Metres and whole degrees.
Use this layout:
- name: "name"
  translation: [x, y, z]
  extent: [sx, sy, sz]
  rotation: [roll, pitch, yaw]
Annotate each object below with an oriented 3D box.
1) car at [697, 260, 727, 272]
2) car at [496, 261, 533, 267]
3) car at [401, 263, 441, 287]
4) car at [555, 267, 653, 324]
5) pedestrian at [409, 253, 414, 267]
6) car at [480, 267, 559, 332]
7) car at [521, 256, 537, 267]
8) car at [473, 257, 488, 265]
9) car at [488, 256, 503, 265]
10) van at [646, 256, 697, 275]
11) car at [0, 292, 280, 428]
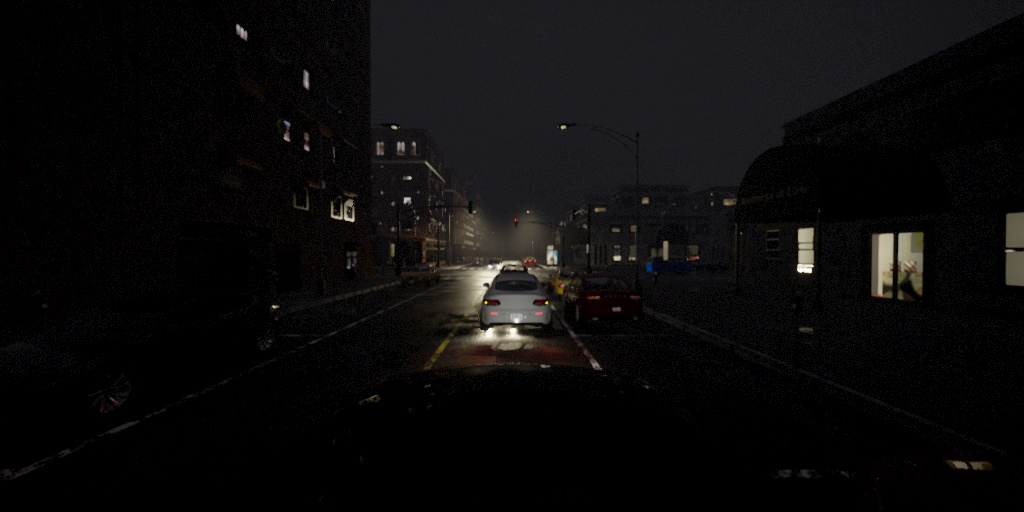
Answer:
- name: "car"
  translation: [22.276, 1.117, 39.447]
  extent: [4.718, 1.301, 1.895]
  rotation: [0, 1, 0]
- name: "car"
  translation: [0.131, 1.195, 22.593]
  extent: [1.895, 1.301, 4.718]
  rotation: [0, 0, 1]
- name: "car"
  translation: [-5.670, 1.117, 22.702]
  extent: [1.751, 1.417, 4.829]
  rotation: [0, 0, 0]
- name: "car"
  translation: [2.699, 1.220, 11.466]
  extent: [1.888, 1.381, 4.507]
  rotation: [0, 0, 0]
- name: "pedestrian"
  translation: [-12.587, 0.505, 44.751]
  extent: [0.375, 1.860, 0.375]
  rotation: [0, 1, 0]
- name: "car"
  translation: [0.106, 1.208, 10.523]
  extent: [1.812, 1.442, 4.674]
  rotation: [0, 0, 0]
- name: "car"
  translation: [2.745, 0.806, 55.330]
  extent: [1.967, 1.591, 4.097]
  rotation: [0, 0, 0]
- name: "car"
  translation: [-5.630, 0.881, 61.023]
  extent: [2.007, 1.370, 4.403]
  rotation: [0, 0, 0]
- name: "car"
  translation: [-3.005, 0.928, 61.482]
  extent: [1.895, 1.301, 4.718]
  rotation: [0, 0, 1]
- name: "van"
  translation: [14.688, 0.921, 33.617]
  extent: [3.998, 1.789, 1.690]
  rotation: [0, 0, 0]
- name: "car"
  translation: [-5.687, 1.284, 5.783]
  extent: [1.948, 1.339, 4.313]
  rotation: [0, 0, 0]
